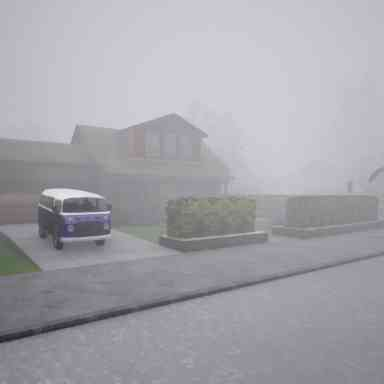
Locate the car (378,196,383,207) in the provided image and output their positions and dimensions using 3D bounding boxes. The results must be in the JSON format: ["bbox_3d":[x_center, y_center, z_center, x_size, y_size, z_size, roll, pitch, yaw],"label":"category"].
[{"bbox_3d":[24.632,0.986,41.423,3.866,1.878,1.905,0,0,-1],"label":"car"}]
